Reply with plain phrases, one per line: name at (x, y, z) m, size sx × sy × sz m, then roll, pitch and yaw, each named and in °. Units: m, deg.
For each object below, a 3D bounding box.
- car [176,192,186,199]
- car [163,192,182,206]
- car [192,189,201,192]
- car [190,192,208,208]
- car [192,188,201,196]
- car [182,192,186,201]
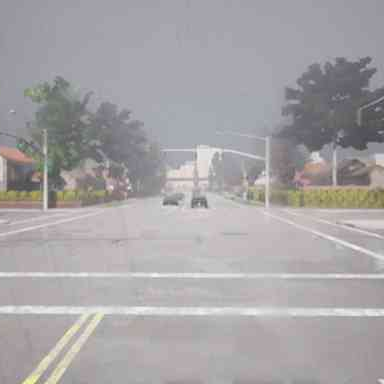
car at (-2.429, 0.735, 74.799) m, size 2.033 × 1.411 × 5.357 m, roll 0°, pitch 1°, yaw 0°
car at (-2.778, 1.071, 44.180) m, size 2.033 × 1.411 × 5.357 m, roll 0°, pitch 1°, yaw 1°
car at (1.114, 0.658, 79.842) m, size 1.812 × 1.442 × 4.674 m, roll 0°, pitch 1°, yaw 0°
car at (0.865, 1.073, 40.064) m, size 1.837 × 1.490 × 4.892 m, roll 0°, pitch 1°, yaw 1°
car at (1.200, 0.082, 89.867) m, size 2.150 × 2.045 × 5.566 m, roll 0°, pitch 1°, yaw 0°
car at (-2.601, 0.861, 59.914) m, size 1.837 × 1.490 × 4.892 m, roll 0°, pitch 0°, yaw 1°
